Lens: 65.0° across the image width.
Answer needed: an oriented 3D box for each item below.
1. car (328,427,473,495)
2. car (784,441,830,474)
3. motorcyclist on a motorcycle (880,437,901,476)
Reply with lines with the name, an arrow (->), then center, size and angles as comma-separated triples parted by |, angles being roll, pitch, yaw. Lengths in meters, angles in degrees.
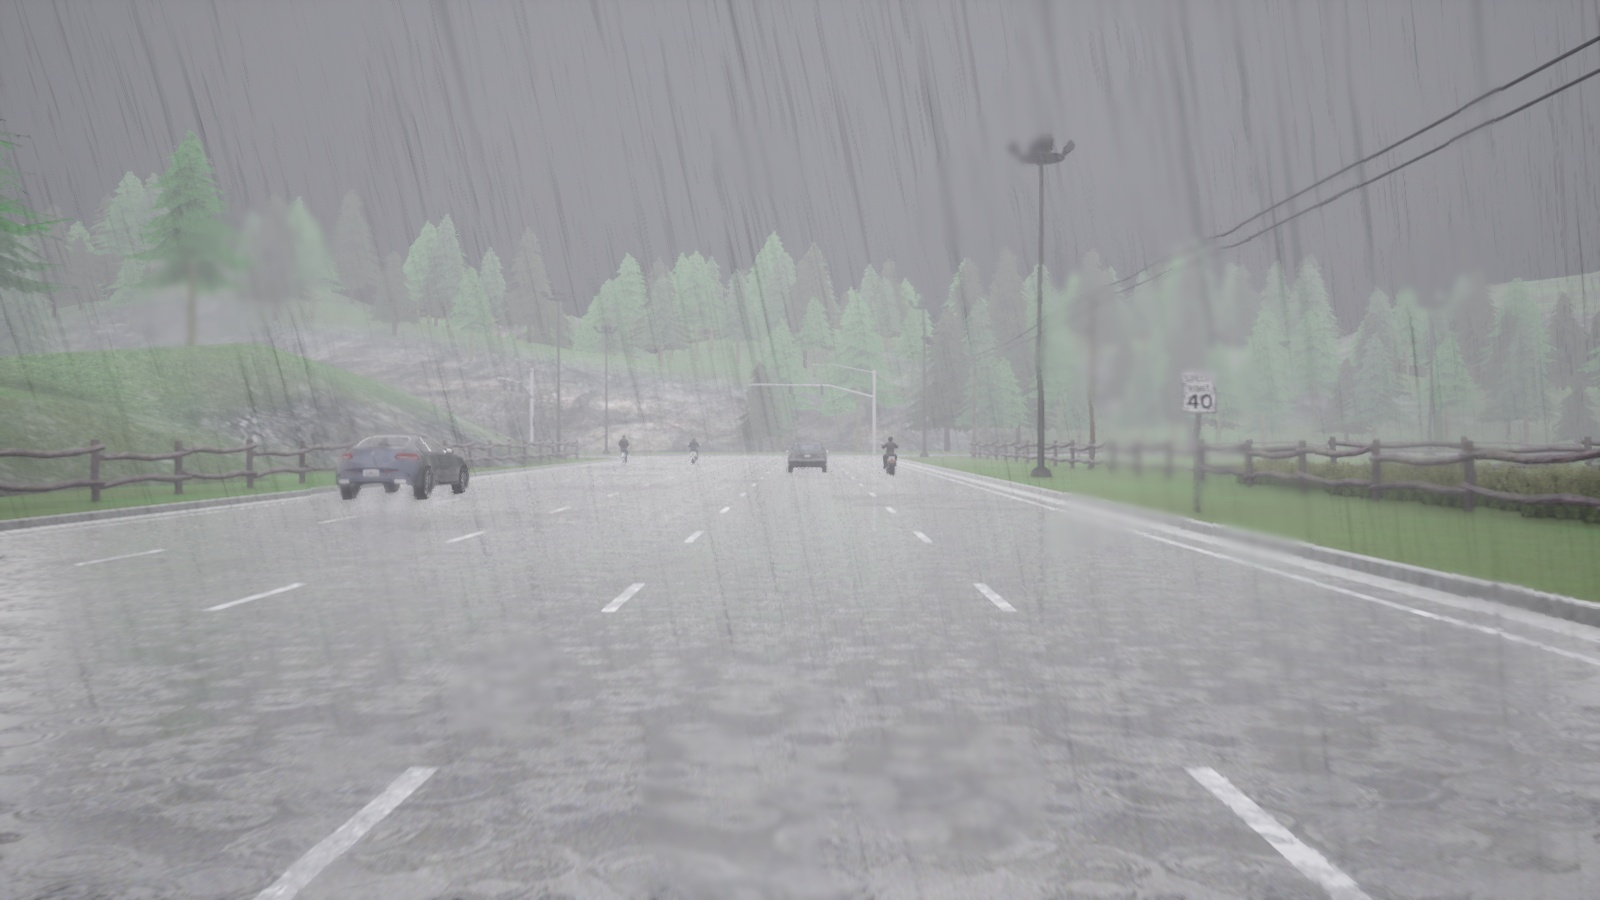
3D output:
car -> -10.300, 0.246, 32.825 | 2.152, 1.651, 5.027 | 0, 0, 0
car -> 0.343, 0.313, 58.277 | 2.033, 1.411, 5.357 | 0, 0, 0
motorcyclist on a motorcycle -> 3.814, 0.262, 53.082 | 0.766, 1.649, 2.350 | 0, 0, 0
